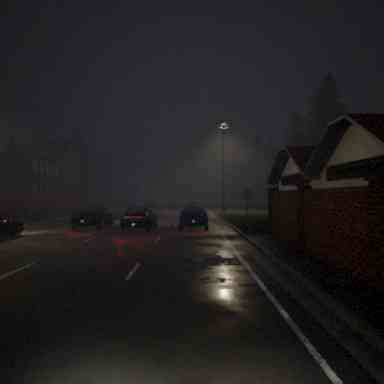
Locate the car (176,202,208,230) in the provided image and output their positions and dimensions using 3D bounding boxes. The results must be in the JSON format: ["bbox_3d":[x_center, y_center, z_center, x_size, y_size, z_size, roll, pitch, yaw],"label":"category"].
[{"bbox_3d":[0.101,1.722,23.403,1.882,1.535,5.008,0,-1,0],"label":"car"}]

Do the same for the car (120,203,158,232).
[{"bbox_3d":[-3.399,1.719,21.773,2.128,1.511,4.902,0,-1,0],"label":"car"}]

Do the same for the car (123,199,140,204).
[{"bbox_3d":[-10.498,2.111,56.271,1.812,1.442,4.674,0,-1,0],"label":"car"}]

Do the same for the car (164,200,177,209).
[{"bbox_3d":[-3.498,2.111,56.273,1.812,1.442,4.674,0,-1,0],"label":"car"}]

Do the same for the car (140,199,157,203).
[{"bbox_3d":[-6.998,2.086,55.856,1.837,1.490,4.892,0,-1,0],"label":"car"}]

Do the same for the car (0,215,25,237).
[{"bbox_3d":[-10.399,1.719,16.429,2.033,1.411,5.357,0,-1,0],"label":"car"}]

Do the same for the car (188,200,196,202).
[{"bbox_3d":[0.002,2.073,55.856,2.128,1.511,4.902,0,-1,0],"label":"car"}]

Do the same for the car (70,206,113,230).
[{"bbox_3d":[-6.899,1.721,23.396,1.882,1.535,5.008,0,-1,0],"label":"car"}]
